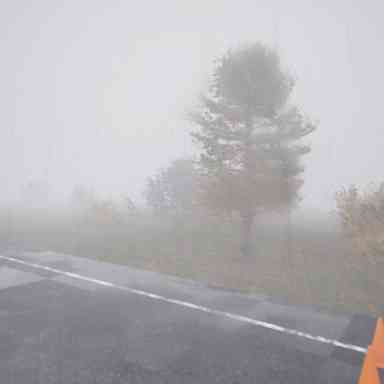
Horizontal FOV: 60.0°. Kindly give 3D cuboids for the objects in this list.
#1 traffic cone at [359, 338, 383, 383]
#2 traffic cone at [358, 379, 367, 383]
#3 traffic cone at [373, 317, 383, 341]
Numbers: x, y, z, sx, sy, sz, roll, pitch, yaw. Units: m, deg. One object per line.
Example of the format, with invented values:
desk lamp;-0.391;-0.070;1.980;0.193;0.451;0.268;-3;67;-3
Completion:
traffic cone;1.929;1.969;3.618;0.340;0.580;0.340;1;0;35
traffic cone;1.352;1.965;2.801;0.340;0.580;0.340;1;0;35
traffic cone;2.505;1.973;4.435;0.340;0.580;0.340;1;0;35
